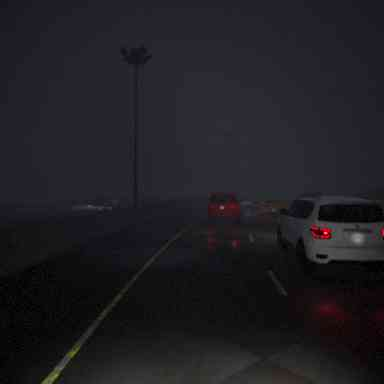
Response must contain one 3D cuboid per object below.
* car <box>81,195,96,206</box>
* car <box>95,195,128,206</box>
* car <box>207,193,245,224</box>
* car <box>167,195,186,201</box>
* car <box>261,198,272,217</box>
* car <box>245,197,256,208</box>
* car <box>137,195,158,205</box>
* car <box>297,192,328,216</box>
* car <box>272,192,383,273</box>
[{"bbox_3d":[-13.545,1.159,47.418,2.033,1.411,5.357,0,0,17],"label":"car"},{"bbox_3d":[-10.606,1.235,45.088,1.895,1.301,4.718,0,0,17],"label":"car"},{"bbox_3d":[2.371,1.044,23.501,2.150,2.045,5.566,0,1,10],"label":"car"},{"bbox_3d":[-2.125,1.187,48.461,1.994,1.385,4.181,0,0,20],"label":"car"},{"bbox_3d":[7.039,1.265,28.931,1.882,1.535,5.008,0,0,12],"label":"car"},{"bbox_3d":[6.826,1.291,41.574,1.895,1.301,4.718,0,0,17],"label":"car"},{"bbox_3d":[-6.352,1.133,46.834,1.837,1.490,4.892,0,0,18],"label":"car"},{"bbox_3d":[11.137,0.999,31.198,2.150,2.045,5.566,0,0,14],"label":"car"},{"bbox_3d":[4.171,1.146,10.584,2.150,2.045,5.566,0,0,5],"label":"car"}]
